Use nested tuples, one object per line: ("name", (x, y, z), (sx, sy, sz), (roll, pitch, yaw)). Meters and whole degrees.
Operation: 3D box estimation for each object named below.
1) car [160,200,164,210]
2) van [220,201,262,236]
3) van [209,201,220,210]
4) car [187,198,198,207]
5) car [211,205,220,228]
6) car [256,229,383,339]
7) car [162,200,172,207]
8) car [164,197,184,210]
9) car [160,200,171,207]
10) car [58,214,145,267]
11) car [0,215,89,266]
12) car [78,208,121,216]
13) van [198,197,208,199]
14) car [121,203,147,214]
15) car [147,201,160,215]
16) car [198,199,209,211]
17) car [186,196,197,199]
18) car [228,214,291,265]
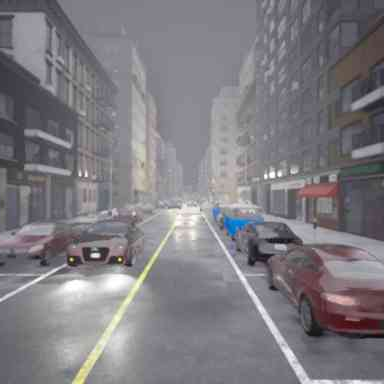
("car", (-5.386, 2.249, 56.121), (1.802, 1.307, 4.206), (0, -1, 0))
("van", (2.638, 1.542, 17.550), (1.690, 1.788, 3.998), (0, -1, 0))
("van", (2.638, 1.673, 28.571), (1.690, 1.788, 3.998), (0, -1, 0))
("car", (0.003, 2.420, 67.928), (1.895, 1.301, 4.718), (0, -1, 0))
("car", (2.638, 1.816, 23.058), (2.008, 1.369, 4.403), (0, -1, 0))
("car", (2.638, 1.656, 6.527), (1.802, 1.307, 4.206), (0, -1, 0))
("car", (-5.386, 2.433, 72.653), (1.947, 1.339, 4.313), (0, -1, 0))
("car", (-2.817, 1.991, 53.694), (2.097, 1.767, 4.553), (0, -1, 0))
("car", (-5.386, 2.345, 67.143), (1.887, 1.381, 4.507), (0, -1, 0))
("car", (-2.841, 1.697, 11.772), (1.994, 1.385, 4.181), (0, -1, 0))
("car", (-5.387, 1.718, 12.037), (1.802, 1.307, 4.206), (0, -1, 0))
("car", (-5.386, 1.751, 17.548), (2.008, 1.369, 4.403), (0, -1, 0))
("van", (2.639, 2.143, 67.144), (1.690, 1.788, 3.998), (0, -1, 0))
("car", (-5.387, 1.771, 28.570), (1.967, 1.590, 4.097), (0, -1, 0))
("car", (-5.387, 2.016, 39.589), (2.008, 1.369, 4.403), (0, -1, 0))
("car", (2.228, 2.112, 49.470), (1.812, 1.442, 4.674), (0, -1, 0))
("car", (0.003, 2.415, 83.009), (2.128, 1.511, 4.902), (0, -1, 0))
("car", (2.638, 1.703, 12.037), (1.947, 1.339, 4.313), (0, -1, 0))
